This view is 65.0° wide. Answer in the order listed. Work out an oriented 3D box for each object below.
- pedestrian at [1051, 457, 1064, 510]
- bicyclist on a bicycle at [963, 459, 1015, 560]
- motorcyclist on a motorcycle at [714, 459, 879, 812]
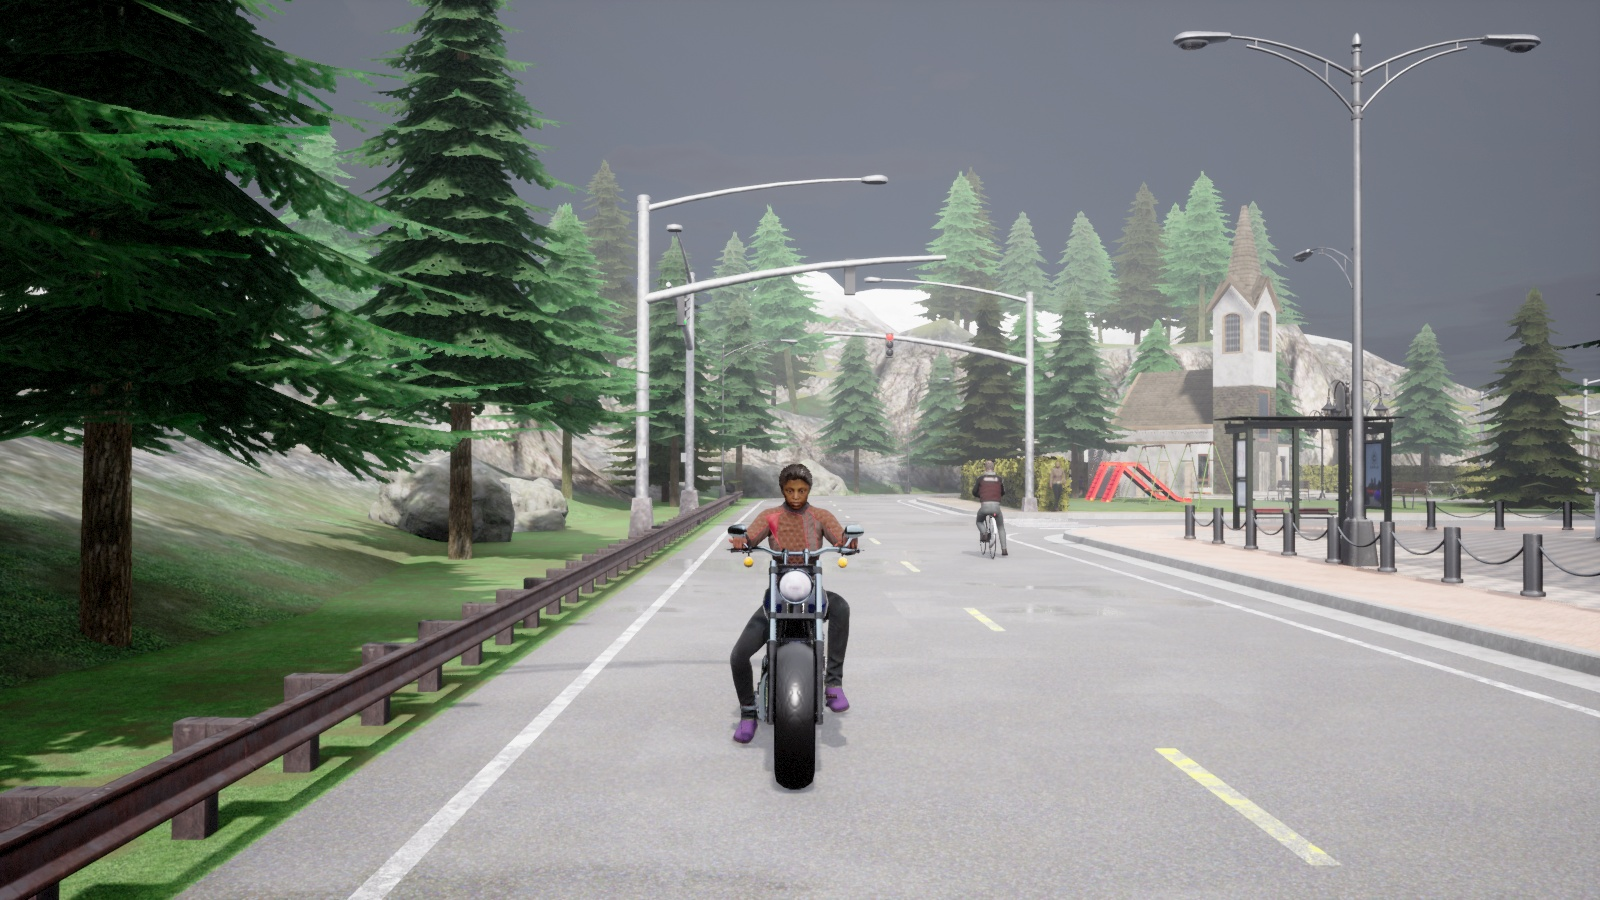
[{"bbox_3d":[8.943,1.155,43.646,0.331,1.846,0.634,0,-1,1],"label":"pedestrian"},{"bbox_3d":[3.438,1.056,22.945,0.659,1.776,1.843,0,-1,0],"label":"bicyclist on a bicycle"},{"bbox_3d":[-0.019,0.883,7.064,0.766,1.649,2.350,0,-1,0],"label":"motorcyclist on a motorcycle"}]
